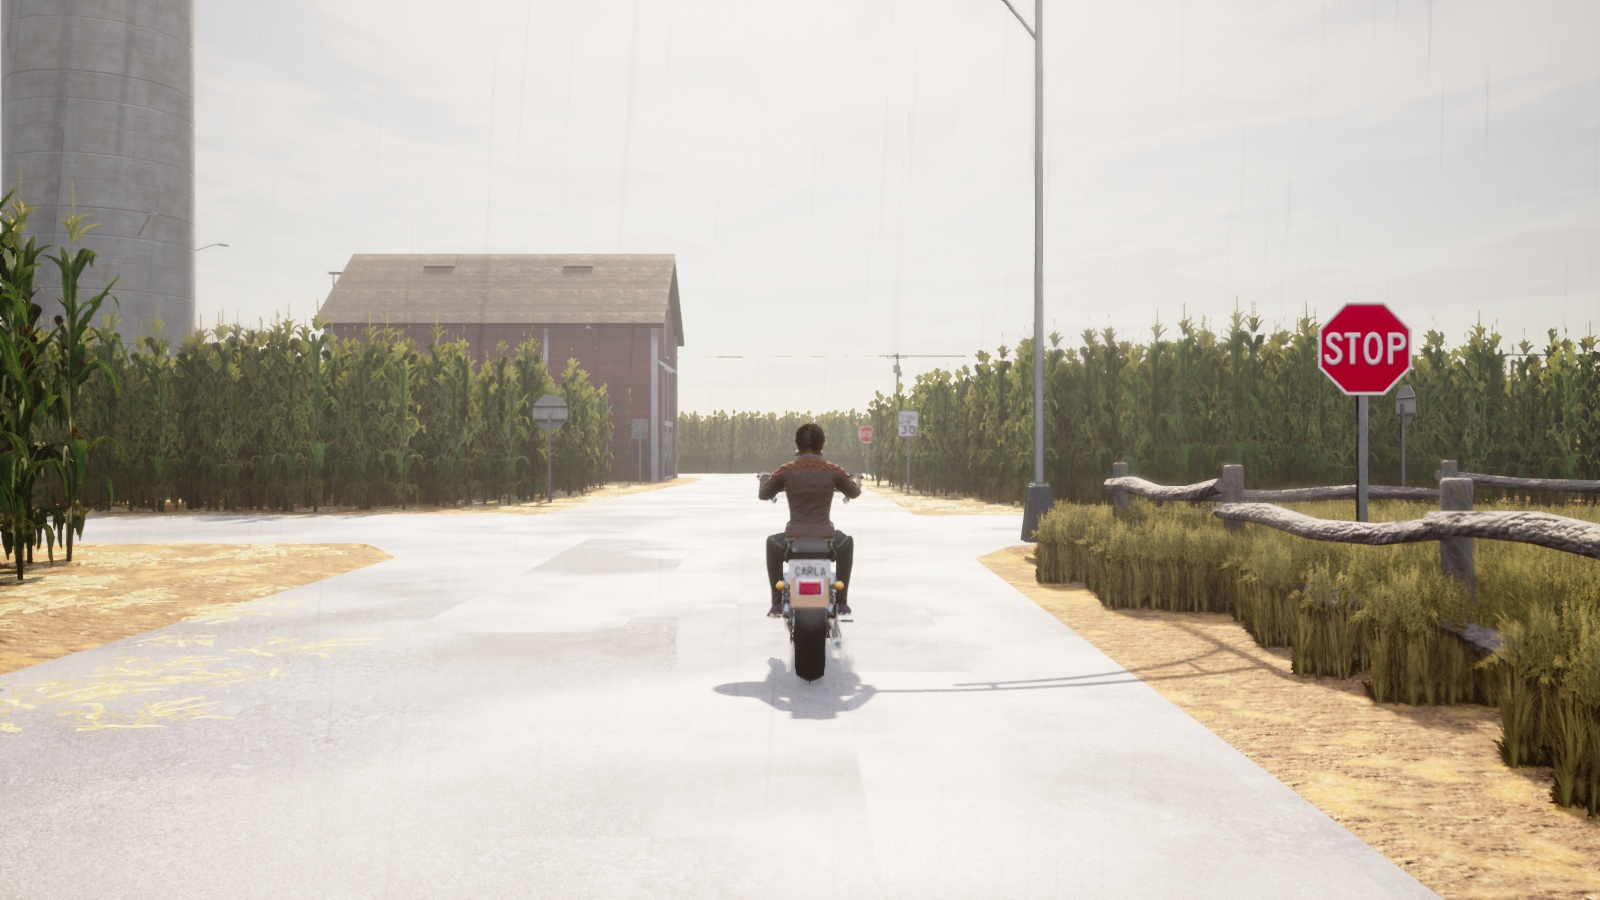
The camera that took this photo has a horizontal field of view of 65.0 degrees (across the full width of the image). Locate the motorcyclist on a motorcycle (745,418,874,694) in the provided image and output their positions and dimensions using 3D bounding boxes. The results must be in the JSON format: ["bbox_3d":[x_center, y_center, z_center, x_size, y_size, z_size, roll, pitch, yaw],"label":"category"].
[{"bbox_3d":[0.069,0.627,8.678,0.766,1.649,2.350,0,0,1],"label":"motorcyclist on a motorcycle"}]
